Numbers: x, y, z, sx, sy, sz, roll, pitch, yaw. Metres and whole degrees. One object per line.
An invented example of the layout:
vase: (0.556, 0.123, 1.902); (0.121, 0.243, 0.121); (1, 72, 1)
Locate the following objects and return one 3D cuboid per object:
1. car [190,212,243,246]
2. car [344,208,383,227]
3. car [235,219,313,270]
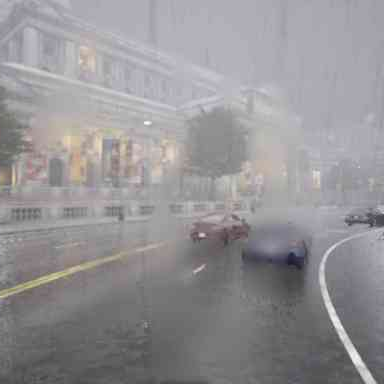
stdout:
car: (1.532, 1.721, 16.438); (1.812, 1.442, 4.674); (0, -1, 28)
car: (13.769, 1.943, 26.222); (2.033, 1.411, 5.357); (0, -1, 43)
car: (3.159, 1.722, 11.916); (1.994, 1.385, 4.181); (0, -1, 23)
